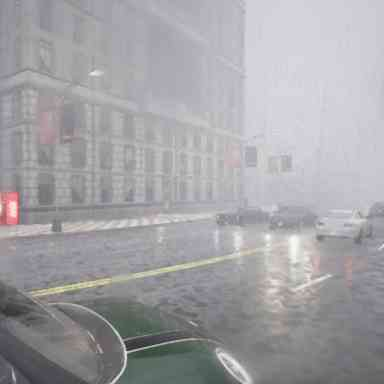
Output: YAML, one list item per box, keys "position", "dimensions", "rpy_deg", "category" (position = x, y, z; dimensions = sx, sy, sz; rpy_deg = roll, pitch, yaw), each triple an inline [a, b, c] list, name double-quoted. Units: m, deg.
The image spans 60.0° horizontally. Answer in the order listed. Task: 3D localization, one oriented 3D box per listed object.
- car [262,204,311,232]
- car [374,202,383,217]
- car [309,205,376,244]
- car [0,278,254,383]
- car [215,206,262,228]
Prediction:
- position: [6.313, 1.549, 20.437]
  dimensions: [1.837, 1.490, 4.892]
  rpy_deg: [0, 0, 36]
  category: "car"
- position: [16.181, 1.551, 27.990]
  dimensions: [2.033, 1.411, 5.357]
  rpy_deg: [0, 0, 36]
  category: "car"
- position: [7.320, 1.526, 15.887]
  dimensions: [1.812, 1.442, 4.674]
  rpy_deg: [0, 0, 36]
  category: "car"
- position: [-1.656, 1.349, 2.098]
  dimensions: [4.553, 1.767, 2.097]
  rpy_deg: [0, 0, -36]
  category: "car"
- position: [3.471, 1.640, 22.480]
  dimensions: [1.895, 1.301, 4.718]
  rpy_deg: [0, 0, 36]
  category: "car"
